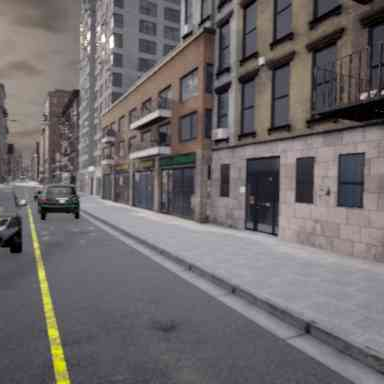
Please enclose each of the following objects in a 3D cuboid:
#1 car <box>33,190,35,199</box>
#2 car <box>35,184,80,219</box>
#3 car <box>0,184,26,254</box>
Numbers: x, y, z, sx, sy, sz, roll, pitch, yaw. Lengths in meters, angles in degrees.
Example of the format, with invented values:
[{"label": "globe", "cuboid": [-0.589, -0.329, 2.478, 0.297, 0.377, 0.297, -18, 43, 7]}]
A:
[{"label": "car", "cuboid": [-16.762, 0.171, 37.476, 2.128, 1.511, 4.902, 1, 2, -27]}, {"label": "car", "cuboid": [-8.469, 0.512, 21.043, 2.150, 2.045, 5.566, 1, 2, -27]}, {"label": "car", "cuboid": [-6.941, 0.784, 11.271, 2.150, 2.045, 5.566, 1, 2, -27]}]
